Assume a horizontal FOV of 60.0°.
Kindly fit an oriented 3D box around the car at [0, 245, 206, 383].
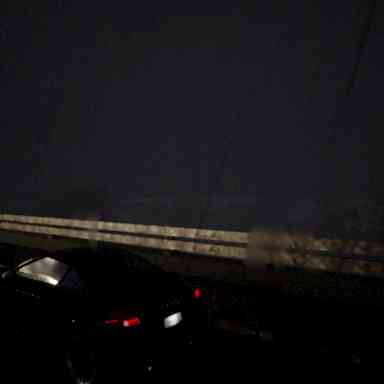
[{"bbox_3d":[-1.863,1.577,5.339,4.181,1.385,1.994,0,0,36],"label":"car"}]
